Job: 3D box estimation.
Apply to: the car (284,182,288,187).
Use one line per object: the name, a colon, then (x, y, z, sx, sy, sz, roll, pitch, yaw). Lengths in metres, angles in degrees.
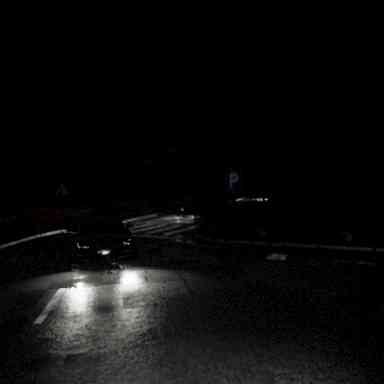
car: (18.863, -0.902, 77.217, 5.008, 1.535, 2.097, 0, 2, 27)

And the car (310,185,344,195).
car: (23.194, -0.322, 57.219, 5.366, 1.575, 1.946, 0, 2, 27)

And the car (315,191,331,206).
car: (9.605, 0.950, 29.908, 4.792, 1.488, 2.163, 0, 2, 27)

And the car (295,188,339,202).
car: (15.837, 0.354, 42.292, 5.008, 1.535, 2.097, 0, 2, 27)

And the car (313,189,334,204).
car: (10.825, 0.808, 32.396, 4.892, 1.521, 2.231, 0, 2, 27)

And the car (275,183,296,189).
car: (25.202, -1.505, 89.711, 4.892, 1.521, 2.231, 0, 2, 27)

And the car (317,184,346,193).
car: (27.123, -0.656, 64.555, 5.008, 1.535, 2.097, 0, 2, 27)

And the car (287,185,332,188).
car: (13.361, 0.454, 37.323, 4.553, 1.767, 2.185, 0, 2, 27)

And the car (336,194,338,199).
car: (14.588, 0.507, 39.818, 4.674, 1.452, 2.002, 0, 2, 27)

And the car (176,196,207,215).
car: (0.282, 1.133, 30.228, 2.128, 1.511, 4.902, 0, 2, 27)

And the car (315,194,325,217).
car: (7.099, 1.179, 24.960, 4.792, 1.488, 2.163, 0, 2, 27)

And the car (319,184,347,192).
car: (28.376, -0.768, 67.029, 5.008, 1.535, 2.097, 0, 2, 27)

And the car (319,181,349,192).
car: (29.593, -1.131, 69.511, 5.566, 2.045, 2.435, 0, 2, 27)

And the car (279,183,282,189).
car: (16.340, -0.635, 72.217, 4.674, 1.452, 2.002, 0, 2, 27)

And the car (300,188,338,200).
car: (17.094, 0.282, 44.768, 4.674, 1.452, 2.002, 0, 2, 27)

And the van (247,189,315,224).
van: (5.710, 1.038, 22.545, 4.442, 1.987, 1.878, 0, 2, 27)

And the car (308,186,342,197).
car: (20.828, -0.066, 52.201, 4.792, 1.488, 2.163, 0, 2, 27)

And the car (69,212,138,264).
car: (-3.331, 1.543, 12.138, 1.837, 1.490, 4.892, -2, 1, -18)

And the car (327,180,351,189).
car: (38.416, -1.975, 86.807, 5.566, 2.045, 2.435, 0, 3, 27)

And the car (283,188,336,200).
car: (12.088, 0.693, 34.865, 5.008, 1.535, 2.097, 0, 2, 27)

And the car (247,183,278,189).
car: (13.774, -0.700, 67.223, 5.566, 2.045, 2.435, 0, 2, 27)

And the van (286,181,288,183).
van: (20.025, -1.241, 79.762, 4.442, 1.987, 1.878, 0, 2, 27)

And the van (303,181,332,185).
van: (18.447, -0.097, 47.179, 4.442, 1.987, 1.878, 0, 2, 27)

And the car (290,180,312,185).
car: (20.754, -0.720, 63.026, 2.150, 2.045, 5.566, 0, 2, 27)

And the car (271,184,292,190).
car: (22.691, -1.223, 84.701, 4.792, 1.488, 2.163, 0, 2, 27)

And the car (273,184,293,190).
car: (23.930, -1.338, 87.218, 4.674, 1.452, 2.002, 0, 2, 27)

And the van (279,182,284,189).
van: (17.701, -1.015, 74.655, 4.442, 1.987, 1.878, 0, 2, 27)

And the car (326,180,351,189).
car: (37.112, -1.845, 84.358, 5.566, 2.045, 2.435, 0, 2, 27)

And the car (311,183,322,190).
car: (32.186, -1.480, 85.819, 2.128, 1.511, 4.902, 0, 3, 27)

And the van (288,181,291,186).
van: (21.498, -1.361, 82.154, 4.442, 1.987, 1.878, 0, 2, 27)

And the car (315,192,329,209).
car: (8.160, 1.033, 27.532, 5.366, 1.575, 1.946, 0, 2, 27)

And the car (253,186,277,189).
car: (11.489, 0.234, 52.231, 1.895, 1.301, 4.718, 0, 2, 27)
